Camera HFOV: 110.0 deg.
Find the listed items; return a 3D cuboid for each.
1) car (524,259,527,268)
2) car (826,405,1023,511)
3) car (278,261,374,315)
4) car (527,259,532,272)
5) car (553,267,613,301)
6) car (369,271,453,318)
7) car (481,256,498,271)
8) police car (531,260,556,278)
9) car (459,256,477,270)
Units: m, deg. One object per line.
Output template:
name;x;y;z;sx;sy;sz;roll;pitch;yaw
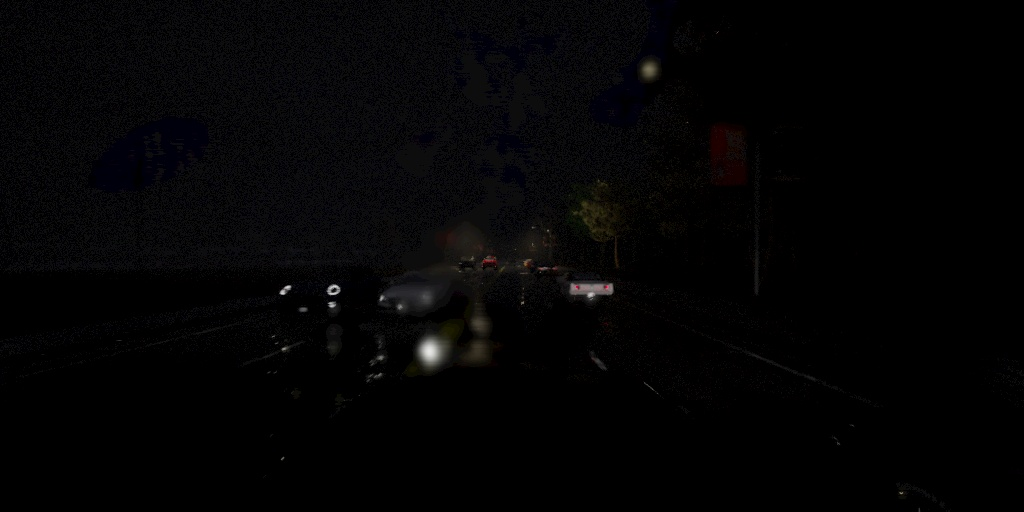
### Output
car;3.265;1.400;56.398;1.812;1.442;4.674;0;0;0
car;3.349;1.351;0.579;1.895;1.301;4.718;0;0;0
car;-6.596;1.112;13.578;2.097;1.767;4.553;0;0;0
car;3.262;1.404;45.396;1.994;1.385;4.181;0;0;0
car;3.354;1.366;17.376;1.895;1.301;4.718;0;0;0
car;-3.347;1.285;13.175;1.812;1.442;4.674;0;0;0
car;-3.301;1.086;53.801;2.150;2.045;5.566;0;0;0
police car;3.259;1.312;34.396;2.038;1.542;4.974;0;0;0
car;-6.548;1.086;54.196;2.150;2.045;5.566;0;0;1
